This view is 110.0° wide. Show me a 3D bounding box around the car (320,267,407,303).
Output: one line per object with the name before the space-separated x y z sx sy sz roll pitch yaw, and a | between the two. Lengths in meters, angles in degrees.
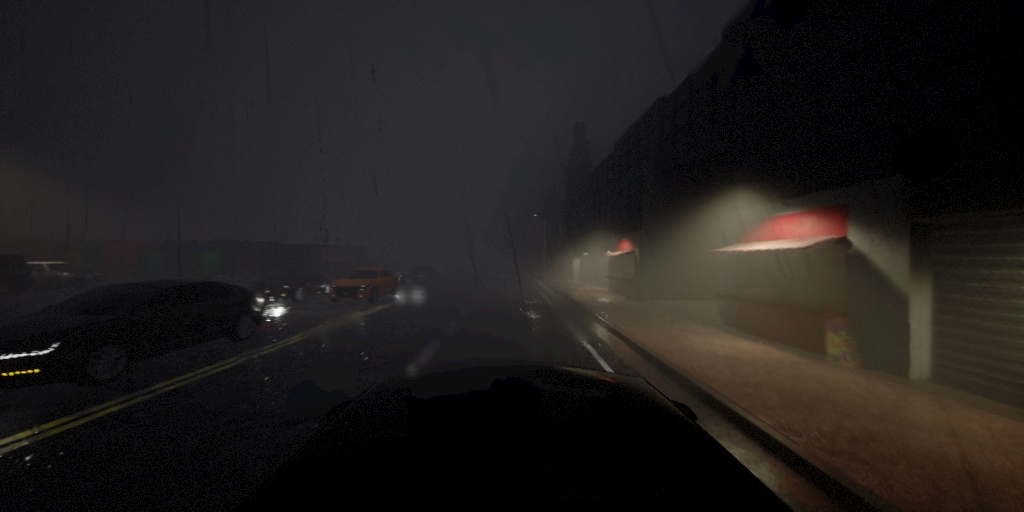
car | -6.974 1.309 17.523 1.882 1.535 5.008 1 -1 0

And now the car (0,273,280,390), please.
car | -7.094 1.237 6.981 1.837 1.490 4.892 1 0 0

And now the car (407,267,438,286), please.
car | -6.977 1.513 27.083 1.895 1.301 4.718 1 0 1

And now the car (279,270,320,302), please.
car | -10.477 1.361 17.311 1.994 1.385 4.181 1 -1 0
